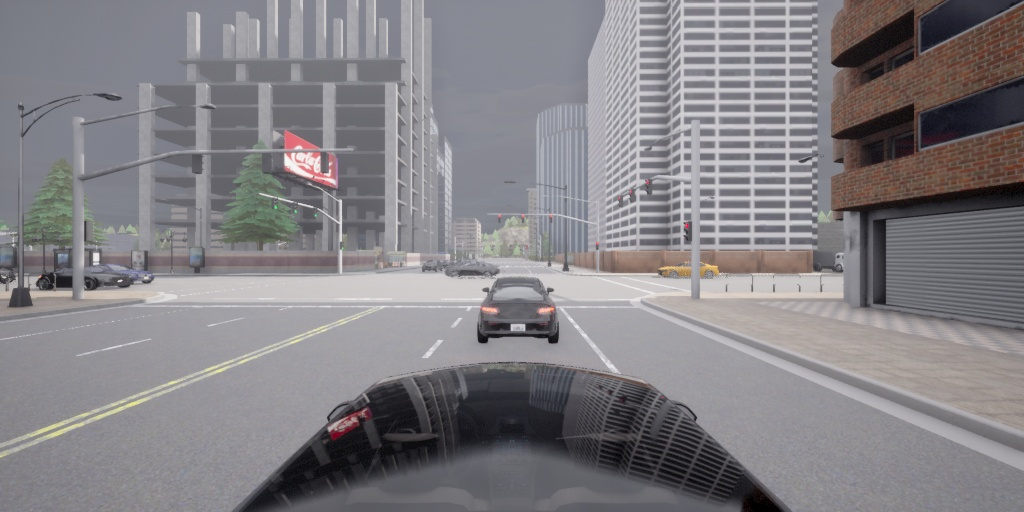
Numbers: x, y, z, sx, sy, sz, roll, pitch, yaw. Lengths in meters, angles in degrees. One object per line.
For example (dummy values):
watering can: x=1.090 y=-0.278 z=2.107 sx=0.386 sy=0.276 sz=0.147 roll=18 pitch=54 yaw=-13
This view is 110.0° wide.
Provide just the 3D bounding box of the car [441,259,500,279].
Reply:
car: x=-3.460 y=1.242 z=32.067 sx=4.902 sy=1.511 sz=2.128 roll=0 pitch=0 yaw=0

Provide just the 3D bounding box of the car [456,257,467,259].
car: x=-6.533 y=1.241 z=48.558 sx=2.128 sy=1.511 sz=4.902 roll=0 pitch=0 yaw=1

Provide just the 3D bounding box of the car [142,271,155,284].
car: x=-27.853 y=1.276 z=25.035 sx=4.674 sy=1.442 sz=1.812 roll=0 pitch=0 yaw=0

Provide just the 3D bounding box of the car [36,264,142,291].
car: x=-25.501 y=1.314 z=21.518 sx=4.181 sy=1.385 sz=1.994 roll=0 pitch=0 yaw=0

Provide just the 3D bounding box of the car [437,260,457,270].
car: x=-9.950 y=1.297 z=55.389 sx=2.033 sy=1.411 sz=5.357 roll=0 pitch=0 yaw=1

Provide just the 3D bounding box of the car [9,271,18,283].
car: x=-37.938 y=1.255 z=25.108 sx=4.892 sy=1.490 sz=1.837 roll=0 pitch=0 yaw=0

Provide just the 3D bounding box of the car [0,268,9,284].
car: x=-34.199 y=1.102 z=21.581 sx=4.553 sy=1.767 sz=2.097 roll=0 pitch=0 yaw=0

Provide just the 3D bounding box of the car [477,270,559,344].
car: x=0.161 y=1.276 z=9.513 sx=1.812 sy=1.442 sz=4.674 roll=0 pitch=0 yaw=1

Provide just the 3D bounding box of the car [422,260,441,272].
car: x=-10.073 y=1.255 z=45.653 sx=1.837 sy=1.490 sz=4.892 roll=0 pitch=0 yaw=1

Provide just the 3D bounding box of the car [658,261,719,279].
car: x=15.625 y=1.227 z=31.933 sx=5.008 sy=1.535 sz=1.882 roll=0 pitch=0 yaw=0
